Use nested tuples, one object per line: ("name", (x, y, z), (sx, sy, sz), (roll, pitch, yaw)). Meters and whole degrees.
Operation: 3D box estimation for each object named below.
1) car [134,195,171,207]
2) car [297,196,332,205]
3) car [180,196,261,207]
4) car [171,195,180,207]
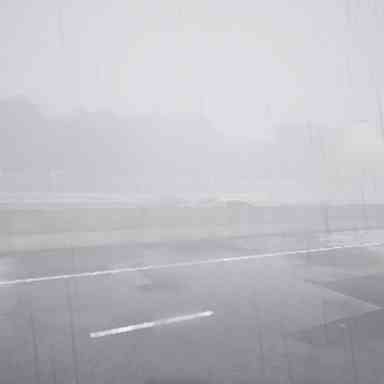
("car", (-2.505, 0.967, 30.273), (5.357, 1.411, 2.033), (1, 1, -28))
("car", (14.486, 1.174, 39.338), (4.181, 1.385, 1.994), (1, 1, -28))
("car", (2.079, 1.147, 20.822), (5.008, 1.535, 1.882), (1, 1, -28))
("car", (1.238, 1.098, 24.342), (4.892, 1.490, 1.837), (1, 1, -28))
